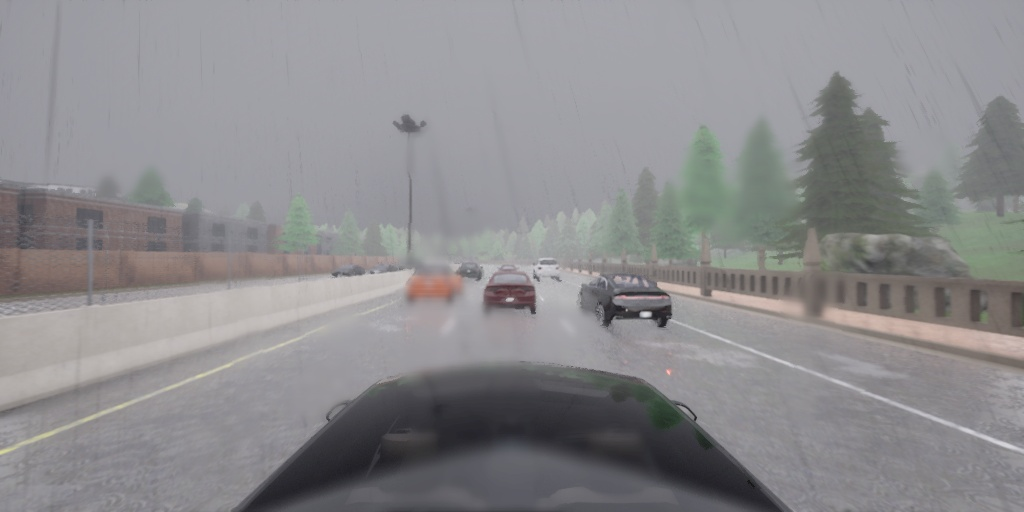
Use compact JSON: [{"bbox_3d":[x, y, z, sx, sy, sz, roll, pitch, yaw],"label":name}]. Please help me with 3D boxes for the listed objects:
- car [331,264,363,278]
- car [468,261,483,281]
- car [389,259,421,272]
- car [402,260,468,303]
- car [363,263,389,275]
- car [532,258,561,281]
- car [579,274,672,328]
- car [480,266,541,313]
[{"bbox_3d":[-18.129,1.643,40.129,2.033,1.411,5.357,0,0,-1],"label":"car"},{"bbox_3d":[-3.849,1.375,33.769,2.097,1.767,4.553,0,0,-1],"label":"car"},{"bbox_3d":[-11.114,1.297,39.019,2.150,2.045,5.566,0,0,-1],"label":"car"},{"bbox_3d":[-3.621,1.241,17.710,2.097,1.767,4.553,0,0,-1],"label":"car"},{"bbox_3d":[-14.637,1.589,40.912,2.128,1.511,4.902,0,0,-1],"label":"car"},{"bbox_3d":[3.161,1.230,33.208,2.150,2.045,5.566,0,0,-1],"label":"car"},{"bbox_3d":[3.446,1.321,11.712,2.128,1.511,4.902,0,0,-1],"label":"car"},{"bbox_3d":[-0.083,1.335,14.592,1.882,1.535,5.008,0,0,-1],"label":"car"}]
